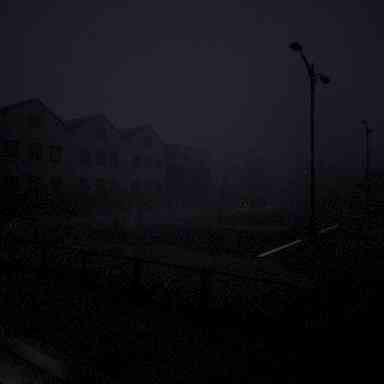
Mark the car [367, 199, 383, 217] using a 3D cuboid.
[{"bbox_3d":[15.420,1.298,26.809,2.007,1.523,4.514,0,0,35],"label":"car"}]

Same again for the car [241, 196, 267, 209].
[{"bbox_3d":[7.975,1.313,42.816,1.837,1.490,4.892,0,0,35],"label":"car"}]
